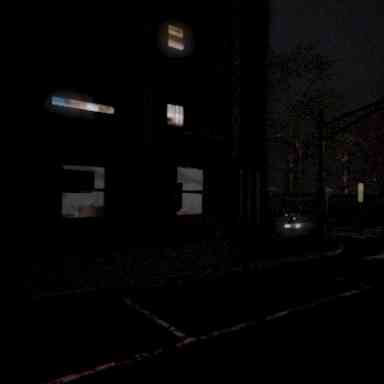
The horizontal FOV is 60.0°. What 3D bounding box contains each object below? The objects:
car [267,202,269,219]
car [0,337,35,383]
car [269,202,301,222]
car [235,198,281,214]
[{"bbox_3d":[3.384,1.480,25.262,1.802,1.307,4.206,2,0,-36],"label":"car"},{"bbox_3d":[-3.085,1.577,1.191,4.718,1.301,1.895,1,-1,-36],"label":"car"},{"bbox_3d":[5.865,1.500,26.233,2.033,1.411,5.357,1,0,-36],"label":"car"},{"bbox_3d":[6.806,1.460,34.804,1.752,1.417,4.829,2,0,-36],"label":"car"}]
